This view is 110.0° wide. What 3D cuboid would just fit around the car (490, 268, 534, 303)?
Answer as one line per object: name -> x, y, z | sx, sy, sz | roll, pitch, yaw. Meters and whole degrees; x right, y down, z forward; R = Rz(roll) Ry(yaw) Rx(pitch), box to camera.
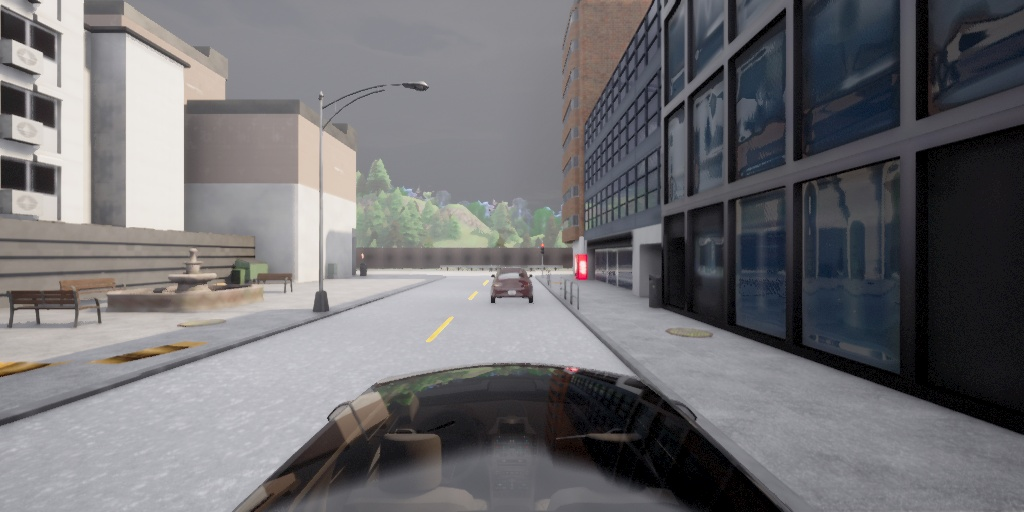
car -> 0.000, 1.282, 16.500 | 1.812, 1.442, 4.674 | 0, 0, 0
